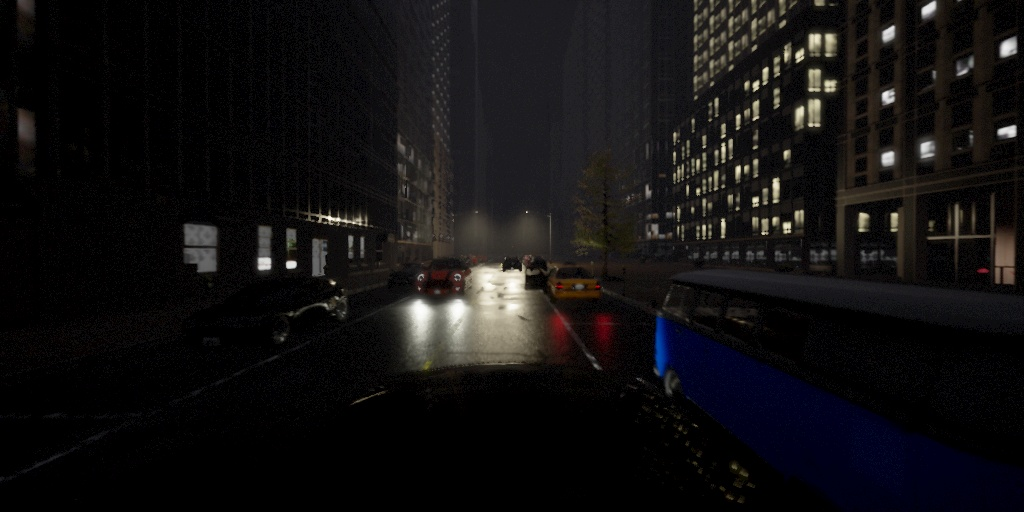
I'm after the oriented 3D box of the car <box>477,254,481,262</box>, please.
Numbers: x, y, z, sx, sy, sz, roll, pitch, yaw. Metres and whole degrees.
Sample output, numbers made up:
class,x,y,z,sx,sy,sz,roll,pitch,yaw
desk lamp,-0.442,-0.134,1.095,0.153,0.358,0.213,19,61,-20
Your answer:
class,x,y,z,sx,sy,sz,roll,pitch,yaw
car,-5.699,0.628,48.783,1.888,1.381,4.507,0,0,0

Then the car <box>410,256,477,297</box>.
class,x,y,z,sx,sy,sz,roll,pitch,yaw
car,-3.099,0.882,17.165,2.097,1.767,4.553,0,1,0

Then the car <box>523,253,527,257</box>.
class,x,y,z,sx,sy,sz,roll,pitch,yaw
car,2.682,0.603,43.073,1.967,1.591,4.097,0,0,0

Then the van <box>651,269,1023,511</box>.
class,x,y,z,sx,sy,sz,roll,pitch,yaw
van,2.691,1.069,3.256,1.690,1.789,3.998,0,0,0

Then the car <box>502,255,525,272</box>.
class,x,y,z,sx,sy,sz,roll,pitch,yaw
car,0.026,0.861,36.228,1.895,1.301,4.718,0,1,1

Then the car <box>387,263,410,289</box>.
class,x,y,z,sx,sy,sz,roll,pitch,yaw
car,-5.693,1.035,20.340,2.007,1.370,4.403,0,0,0

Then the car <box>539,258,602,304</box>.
class,x,y,z,sx,sy,sz,roll,pitch,yaw
car,2.348,1.016,15.068,1.801,1.575,5.366,0,1,0

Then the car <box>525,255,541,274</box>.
class,x,y,z,sx,sy,sz,roll,pitch,yaw
car,2.684,0.794,37.385,2.007,1.370,4.403,0,0,0

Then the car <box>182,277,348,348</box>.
class,x,y,z,sx,sy,sz,roll,pitch,yaw
car,-5.691,1.213,8.963,1.948,1.339,4.313,0,0,0
